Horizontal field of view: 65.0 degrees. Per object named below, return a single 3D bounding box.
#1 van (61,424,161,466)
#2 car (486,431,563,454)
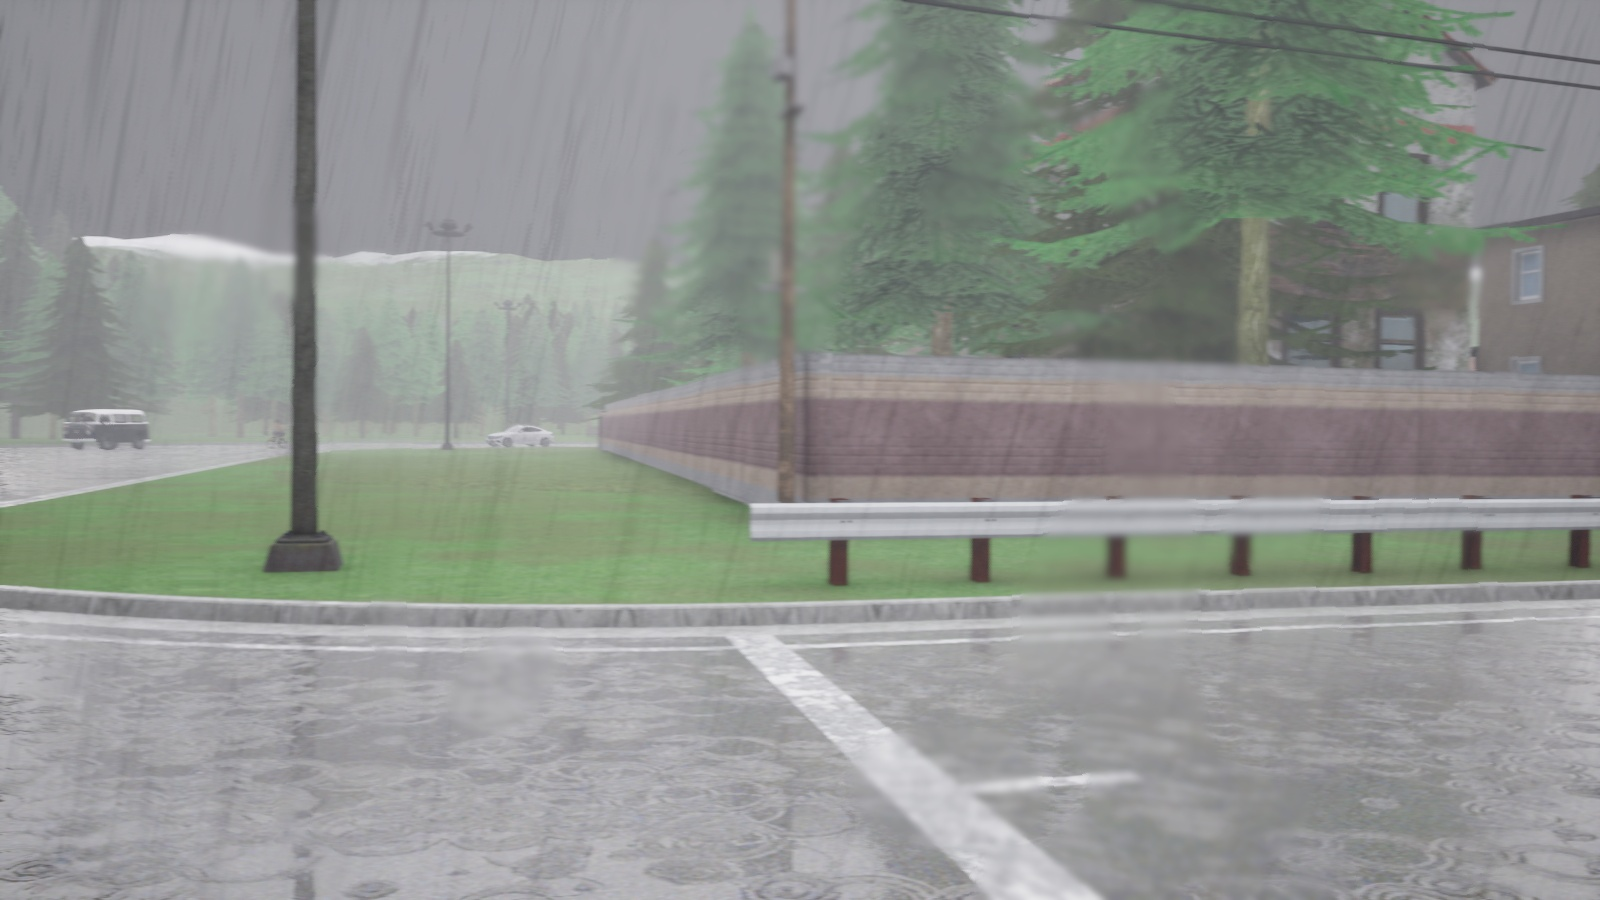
[{"bbox_3d":[-34.318,-0.279,62.730,2.069,2.038,4.480,-1,1,8],"label":"van"},{"bbox_3d":[-18.017,-0.494,82.136,1.812,1.442,4.674,0,1,44],"label":"car"}]
